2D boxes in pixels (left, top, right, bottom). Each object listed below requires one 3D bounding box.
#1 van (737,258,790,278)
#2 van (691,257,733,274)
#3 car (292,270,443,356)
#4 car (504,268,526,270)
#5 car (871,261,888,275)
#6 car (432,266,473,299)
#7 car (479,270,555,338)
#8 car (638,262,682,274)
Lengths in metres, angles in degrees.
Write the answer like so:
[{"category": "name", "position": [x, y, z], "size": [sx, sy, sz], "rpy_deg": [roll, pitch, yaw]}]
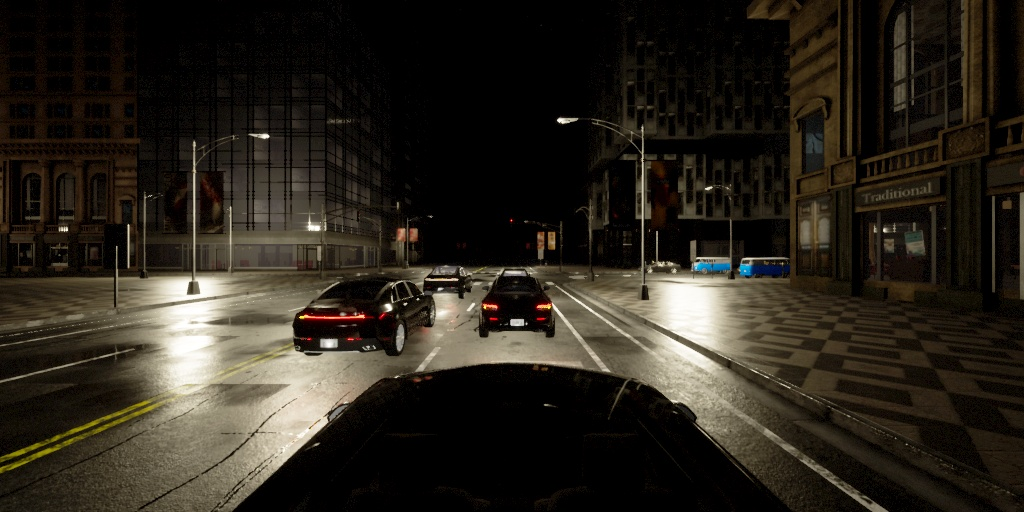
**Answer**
[{"category": "van", "position": [21.537, 1.032, 30.265], "size": [3.998, 1.789, 1.690], "rpy_deg": [0, 0, 0]}, {"category": "van", "position": [21.596, 1.042, 38.790], "size": [3.998, 1.789, 1.690], "rpy_deg": [0, 0, 0]}, {"category": "car", "position": [-3.134, 1.255, 8.580], "size": [1.837, 1.490, 4.892], "rpy_deg": [0, 0, 0]}, {"category": "car", "position": [0.146, 1.314, 18.464], "size": [1.994, 1.385, 4.181], "rpy_deg": [0, 0, 0]}, {"category": "car", "position": [32.774, 1.251, 30.186], "size": [4.207, 1.307, 1.802], "rpy_deg": [0, 0, 0]}, {"category": "car", "position": [-3.108, 1.241, 17.994], "size": [2.128, 1.511, 4.902], "rpy_deg": [0, 0, 0]}, {"category": "car", "position": [0.121, 1.276, 10.075], "size": [1.812, 1.442, 4.674], "rpy_deg": [0, 0, 0]}, {"category": "car", "position": [15.977, 1.263, 38.829], "size": [4.403, 1.370, 2.007], "rpy_deg": [0, 0, 0]}]
